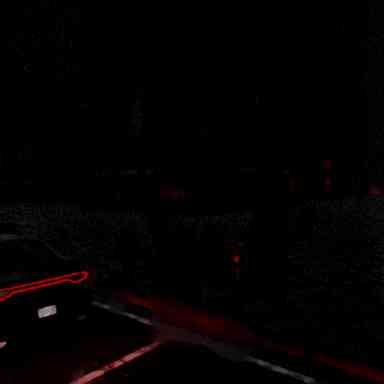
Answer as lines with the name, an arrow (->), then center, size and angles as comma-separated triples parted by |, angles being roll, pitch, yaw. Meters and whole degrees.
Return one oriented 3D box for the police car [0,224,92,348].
police car -> -3.946, 1.453, 6.222 | 5.238, 1.638, 1.930 | -1, 1, 41
